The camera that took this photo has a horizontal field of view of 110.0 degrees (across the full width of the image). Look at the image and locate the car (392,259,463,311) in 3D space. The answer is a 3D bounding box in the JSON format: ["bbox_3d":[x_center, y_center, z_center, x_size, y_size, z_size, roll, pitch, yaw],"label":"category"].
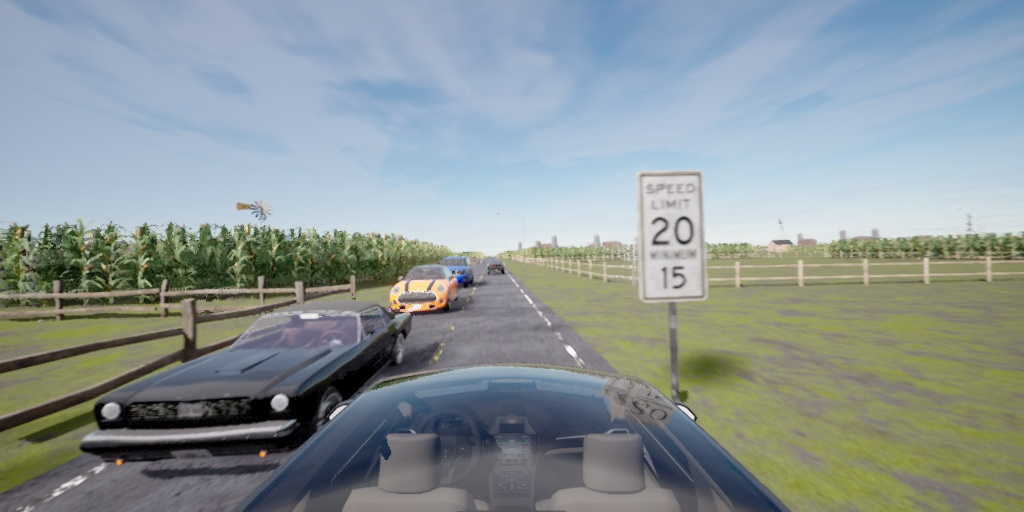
[{"bbox_3d":[-3.416,1.180,14.668,2.097,1.767,4.553,-2,0,-3],"label":"car"}]

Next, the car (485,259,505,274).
[{"bbox_3d":[-1.781,1.237,40.194,1.837,1.490,4.892,-2,0,-3],"label":"car"}]

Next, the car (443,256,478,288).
[{"bbox_3d":[-3.919,1.047,24.863,2.150,2.045,5.566,-2,0,-1],"label":"car"}]

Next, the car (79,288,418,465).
[{"bbox_3d":[-2.928,1.430,5.338,1.895,1.301,4.718,-2,0,-3],"label":"car"}]
